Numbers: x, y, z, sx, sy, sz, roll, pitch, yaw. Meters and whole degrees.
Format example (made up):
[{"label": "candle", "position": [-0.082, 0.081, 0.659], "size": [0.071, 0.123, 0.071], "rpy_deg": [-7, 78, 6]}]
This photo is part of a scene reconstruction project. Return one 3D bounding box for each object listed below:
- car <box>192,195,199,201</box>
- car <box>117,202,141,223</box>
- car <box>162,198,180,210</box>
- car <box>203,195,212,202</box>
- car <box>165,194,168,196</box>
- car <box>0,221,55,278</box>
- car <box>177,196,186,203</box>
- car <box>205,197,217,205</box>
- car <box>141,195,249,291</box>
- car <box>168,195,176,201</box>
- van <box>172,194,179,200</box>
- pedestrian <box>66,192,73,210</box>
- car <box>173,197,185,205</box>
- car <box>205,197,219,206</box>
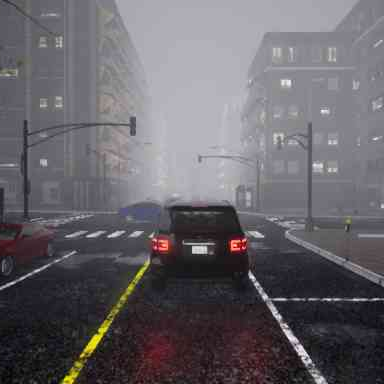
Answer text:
[{"label": "car", "position": [0.856, 1.478, 82.752], "size": [1.882, 1.535, 5.008], "rpy_deg": [0, 0, 1]}, {"label": "car", "position": [-3.040, 1.479, 24.839], "size": [5.008, 1.535, 1.882], "rpy_deg": [0, 0, 0]}, {"label": "car", "position": [-2.644, 1.562, 43.109], "size": [1.994, 1.385, 4.181], "rpy_deg": [0, 0, 2]}, {"label": "car", "position": [3.473, 1.440, 76.220], "size": [1.967, 1.590, 4.097], "rpy_deg": [0, 0, 1]}, {"label": "car", "position": [-4.967, 1.314, 70.675], "size": [2.192, 1.841, 5.009], "rpy_deg": [0, 0, 1]}, {"label": "car", "position": [-5.600, 1.581, 10.074], "size": [1.802, 1.307, 4.206], "rpy_deg": [0, 0, 1]}, {"label": "car", "position": [-2.259, 1.522, 71.954], "size": [1.812, 1.442, 4.674], "rpy_deg": [0, 0, 1]}, {"label": "car", "position": [3.296, 1.543, 59.304], "size": [1.887, 1.381, 4.507], "rpy_deg": [0, 0, 1]}, {"label": "car", "position": [0.178, 1.221, 9.152], "size": [2.150, 2.045, 5.566], "rpy_deg": [0, 0, 1]}, {"label": "car", "position": [-4.849, 1.525, 81.782], "size": [1.752, 1.417, 4.829], "rpy_deg": [0, 0, 1]}, {"label": "van", "position": [-4.730, 1.340, 93.229], "size": [1.690, 1.788, 3.998], "rpy_deg": [0, 0, 1]}, {"label": "pedestrian", "position": [-12.374, 0.902, 33.550], "size": [0.375, 1.860, 0.375], "rpy_deg": [0, -1, 0]}, {"label": "car", "position": [-2.428, 1.563, 61.649], "size": [1.994, 1.385, 4.181], "rpy_deg": [0, 0, 1]}, {"label": "car", "position": [3.237, 1.549, 53.667], "size": [2.008, 1.369, 4.403], "rpy_deg": [0, 0, 1]}]
